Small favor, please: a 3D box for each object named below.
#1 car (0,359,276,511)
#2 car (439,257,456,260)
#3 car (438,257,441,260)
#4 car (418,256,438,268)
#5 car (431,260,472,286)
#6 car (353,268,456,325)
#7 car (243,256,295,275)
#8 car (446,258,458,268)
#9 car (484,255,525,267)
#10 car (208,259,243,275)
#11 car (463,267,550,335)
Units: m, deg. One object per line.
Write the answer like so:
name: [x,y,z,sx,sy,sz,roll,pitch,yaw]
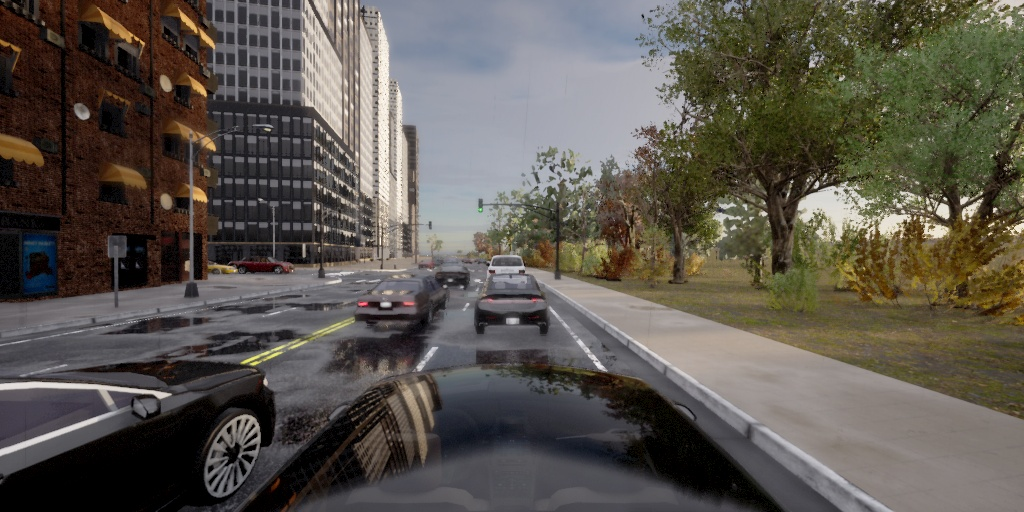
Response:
car: [-3.187,1.241,1.487,2.128,1.511,4.902,0,0,0]
car: [-9.533,1.296,54.113,1.994,1.385,4.181,0,0,-7]
car: [-13.764,1.288,62.577,1.994,1.385,4.181,0,0,-7]
car: [-12.740,1.212,53.646,1.882,1.535,5.008,0,0,-5]
car: [-3.739,1.226,23.066,1.882,1.535,5.008,0,0,-4]
car: [-3.304,1.298,11.749,2.033,1.411,5.357,0,0,-1]
car: [-23.425,0.823,34.283,4.553,1.767,2.097,1,0,-10]
car: [-10.554,1.200,63.067,1.882,1.535,5.008,0,0,-7]
car: [-0.359,0.971,21.369,2.150,2.045,5.566,0,0,-2]
car: [-26.685,0.947,30.963,4.829,1.417,1.751,0,0,-11]
car: [-0.030,1.242,10.471,2.128,1.511,4.902,0,0,-1]
